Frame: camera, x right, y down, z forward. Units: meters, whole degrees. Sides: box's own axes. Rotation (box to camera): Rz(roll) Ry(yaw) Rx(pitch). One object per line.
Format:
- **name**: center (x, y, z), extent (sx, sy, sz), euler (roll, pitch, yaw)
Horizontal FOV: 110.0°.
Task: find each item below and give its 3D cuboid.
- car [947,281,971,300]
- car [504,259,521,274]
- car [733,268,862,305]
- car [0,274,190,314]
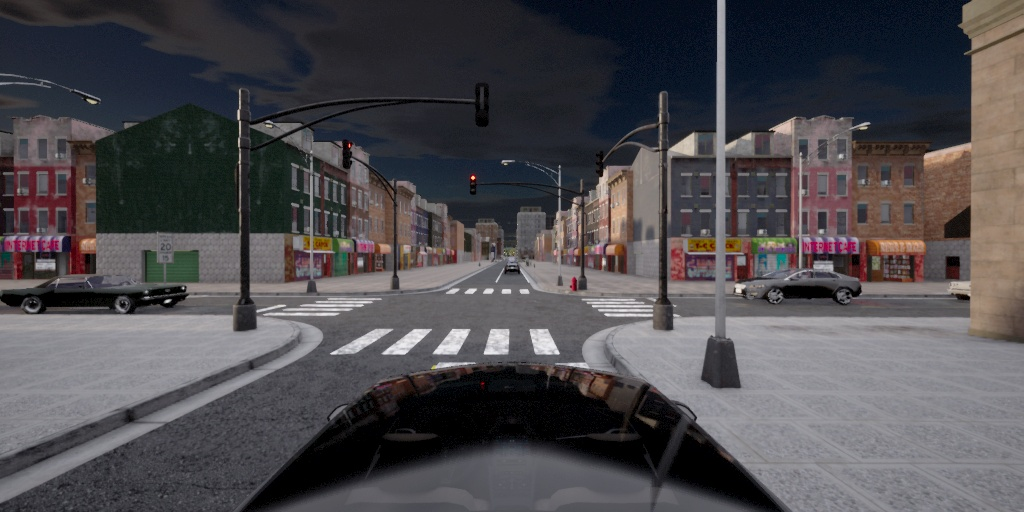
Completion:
- **car**: center (22.496, 1.417, 15.824), extent (4.718, 1.301, 1.895), euler (0, 0, 0)
- **car**: center (0.022, 1.308, 40.639), extent (1.948, 1.339, 4.313), euler (0, 0, 0)
- **car**: center (12.449, 1.276, 15.818), extent (4.902, 1.511, 2.128), euler (0, 0, 0)
- **car**: center (-14.635, 1.311, 12.851), extent (4.718, 1.301, 1.895), euler (0, 0, -3)
